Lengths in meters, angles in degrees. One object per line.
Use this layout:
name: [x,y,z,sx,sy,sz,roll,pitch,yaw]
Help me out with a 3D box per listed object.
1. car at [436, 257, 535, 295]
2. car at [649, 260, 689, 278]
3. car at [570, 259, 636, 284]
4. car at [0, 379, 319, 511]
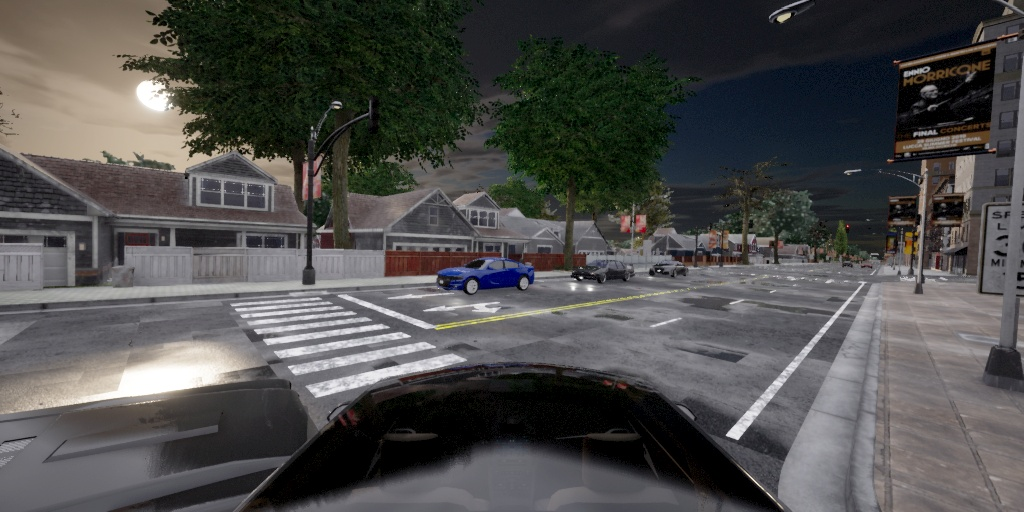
car: [-1.092,0.810,16.484,5.008,1.535,1.882,0,2,-44]
car: [13.293,1.018,30.303,4.181,1.385,1.994,0,2,-44]
car: [6.085,0.939,23.393,5.357,1.411,2.033,0,2,-44]
car: [-3.311,1.287,1.302,4.718,1.301,1.895,1,2,-34]
